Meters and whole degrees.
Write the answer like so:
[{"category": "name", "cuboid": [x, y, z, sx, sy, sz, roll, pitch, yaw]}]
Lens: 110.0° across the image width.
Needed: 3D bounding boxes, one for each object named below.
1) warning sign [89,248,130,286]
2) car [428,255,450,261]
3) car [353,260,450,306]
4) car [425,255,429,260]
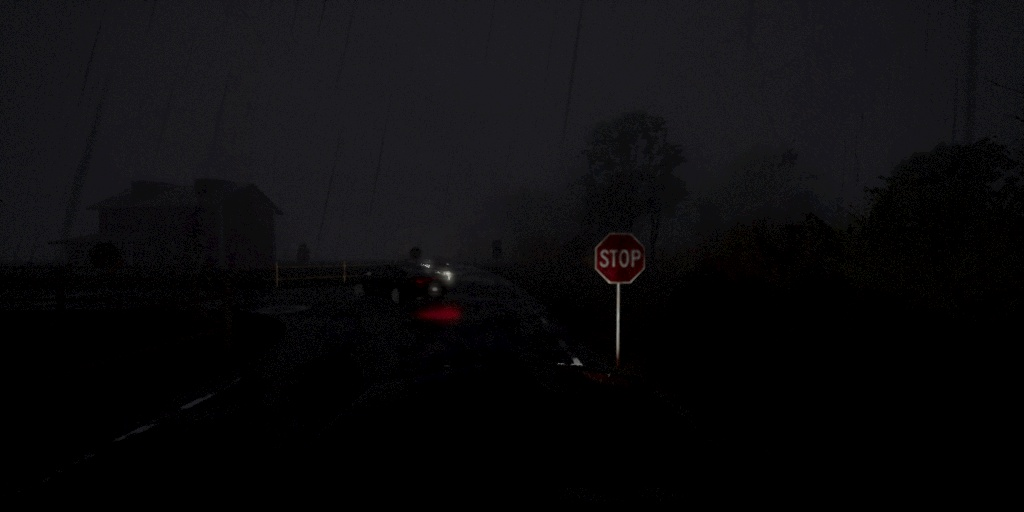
[{"category": "warning sign", "cuboid": [-21.747, 0.627, 19.477, 1.060, 1.860, 1.300, 0, 0, -1]}, {"category": "car", "cuboid": [-7.794, 0.757, 38.826, 1.882, 1.535, 5.008, 0, 1, -13]}, {"category": "car", "cuboid": [-4.730, 1.062, 14.908, 5.008, 1.535, 1.882, 1, 0, 41]}, {"category": "car", "cuboid": [-12.525, 0.567, 55.770, 1.837, 1.490, 4.892, 0, 0, -18]}]
